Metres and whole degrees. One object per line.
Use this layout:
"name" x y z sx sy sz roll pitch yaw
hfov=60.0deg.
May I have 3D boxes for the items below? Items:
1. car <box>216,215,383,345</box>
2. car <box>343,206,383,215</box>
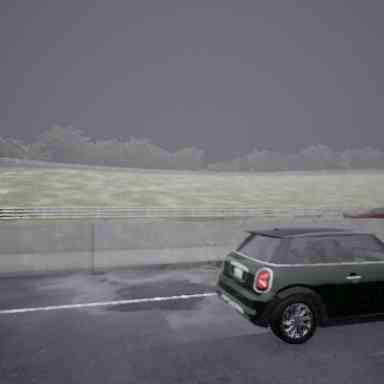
"car" 2.851 1.463 6.469 4.553 1.767 2.097 1 -1 -16
"car" 15.385 1.994 28.612 5.008 1.535 1.882 1 -1 -16
